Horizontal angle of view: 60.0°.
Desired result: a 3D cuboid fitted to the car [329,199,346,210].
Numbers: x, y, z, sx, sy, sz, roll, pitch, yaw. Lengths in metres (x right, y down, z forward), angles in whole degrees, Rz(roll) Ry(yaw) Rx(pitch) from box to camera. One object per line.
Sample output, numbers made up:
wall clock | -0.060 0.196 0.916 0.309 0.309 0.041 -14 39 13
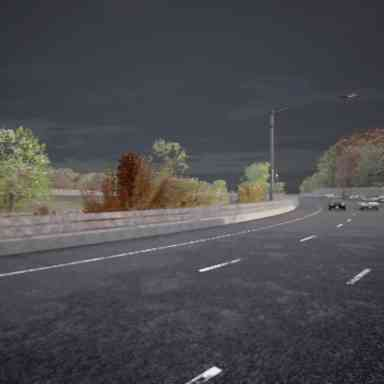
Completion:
car | 17.784 1.492 40.837 1.895 1.301 4.718 0 0 22

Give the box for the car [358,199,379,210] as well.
car | 21.566 1.506 40.847 1.895 1.301 4.718 0 0 21
